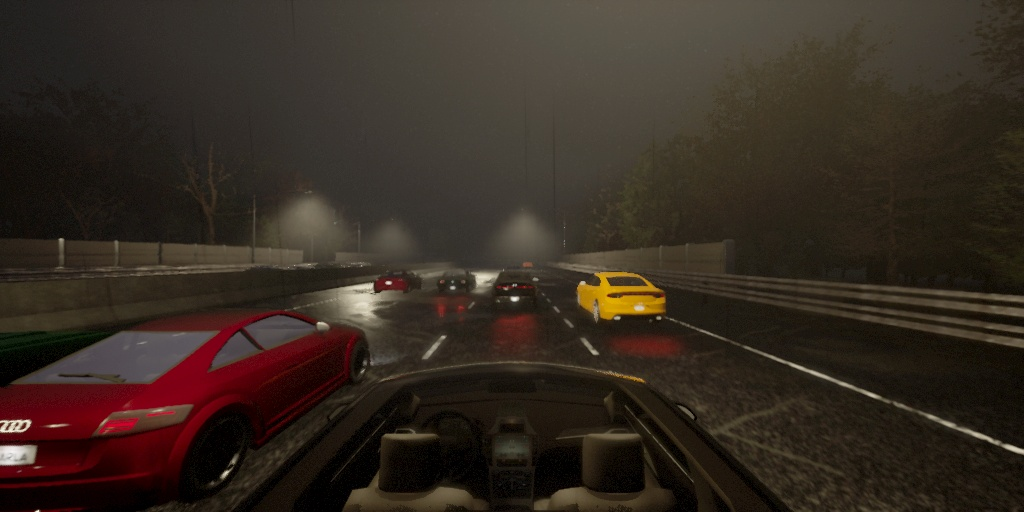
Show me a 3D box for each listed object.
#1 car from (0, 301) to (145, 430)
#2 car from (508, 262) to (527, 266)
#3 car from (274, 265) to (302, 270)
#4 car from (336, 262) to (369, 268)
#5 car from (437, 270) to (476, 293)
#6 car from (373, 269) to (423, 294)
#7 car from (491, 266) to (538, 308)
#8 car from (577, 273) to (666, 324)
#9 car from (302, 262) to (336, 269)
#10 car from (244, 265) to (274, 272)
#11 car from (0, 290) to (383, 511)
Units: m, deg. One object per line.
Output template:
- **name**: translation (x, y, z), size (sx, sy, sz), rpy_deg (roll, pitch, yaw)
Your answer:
- **car**: translation (-6.900, 1.366, 3.451), size (1.895, 1.301, 4.718), rpy_deg (0, -1, 0)
- **car**: translation (0.127, 1.597, 34.530), size (2.033, 1.411, 5.357), rpy_deg (0, -1, 0)
- **car**: translation (-24.554, 1.712, 41.213), size (1.895, 1.301, 4.718), rpy_deg (0, -1, 0)
- **car**: translation (-17.553, 1.600, 40.903), size (2.128, 1.511, 4.902), rpy_deg (0, -1, 0)
- **car**: translation (-3.380, 1.541, 22.747), size (1.895, 1.301, 4.718), rpy_deg (0, -1, 0)
- **car**: translation (-6.880, 1.497, 22.002), size (1.994, 1.385, 4.181), rpy_deg (0, -1, 0)
- **car**: translation (0.112, 1.382, 15.929), size (1.837, 1.490, 4.892), rpy_deg (0, -1, 0)
- **car**: translation (3.529, 1.311, 12.434), size (1.882, 1.535, 5.008), rpy_deg (0, -1, 0)
- **car**: translation (-21.053, 1.457, 40.448), size (2.097, 1.767, 4.553), rpy_deg (0, -1, 0)
- **car**: translation (-28.049, 1.668, 40.464), size (1.994, 1.385, 4.181), rpy_deg (0, -1, 0)
- **car**: translation (-3.399, 1.338, 4.443), size (1.994, 1.385, 4.181), rpy_deg (0, -1, 0)
